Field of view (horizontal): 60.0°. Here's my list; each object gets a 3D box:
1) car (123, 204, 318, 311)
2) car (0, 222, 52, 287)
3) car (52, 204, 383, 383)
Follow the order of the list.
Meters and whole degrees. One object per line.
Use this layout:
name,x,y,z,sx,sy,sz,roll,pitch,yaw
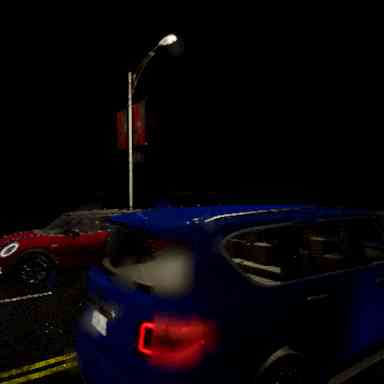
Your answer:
car,0.854,1.281,8.288,4.553,1.767,2.097,-1,1,-36
car,-3.154,1.314,9.420,4.553,1.767,2.097,-1,1,-36
car,1.380,1.174,4.425,5.566,2.045,2.150,-1,1,-36
